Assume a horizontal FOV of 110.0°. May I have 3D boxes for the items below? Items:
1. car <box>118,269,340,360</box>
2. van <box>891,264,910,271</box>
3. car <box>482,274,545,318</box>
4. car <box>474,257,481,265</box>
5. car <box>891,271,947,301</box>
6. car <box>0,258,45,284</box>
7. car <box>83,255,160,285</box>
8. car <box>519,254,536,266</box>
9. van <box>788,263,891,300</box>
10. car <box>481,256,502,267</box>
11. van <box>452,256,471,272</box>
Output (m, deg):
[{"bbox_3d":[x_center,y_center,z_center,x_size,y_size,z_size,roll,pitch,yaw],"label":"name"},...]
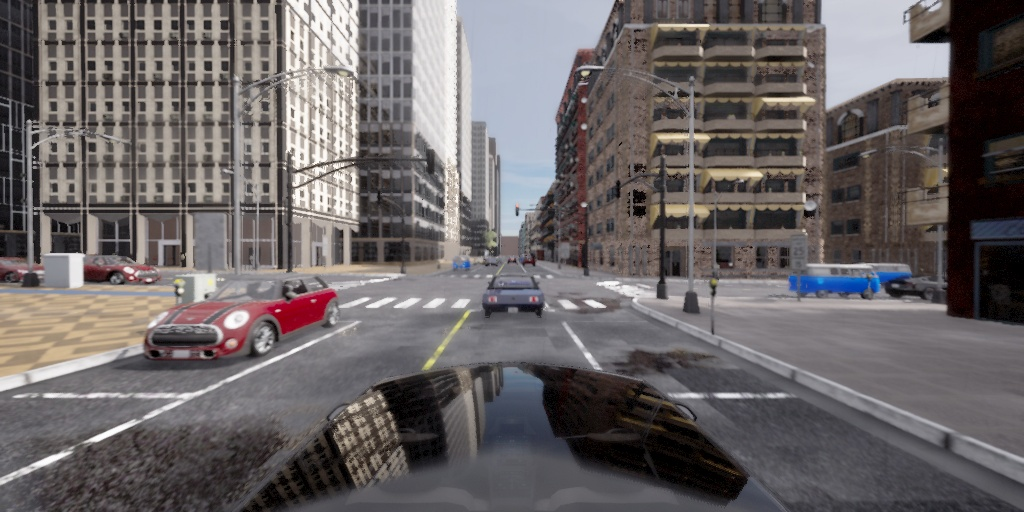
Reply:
[{"bbox_3d":[-5.688,1.147,8.161,1.967,1.591,4.097,0,0,0],"label":"car"},{"bbox_3d":[27.927,1.477,27.415,3.998,1.789,1.690,0,0,0],"label":"van"},{"bbox_3d":[0.061,1.279,12.651,1.895,1.301,4.718,0,0,1],"label":"car"},{"bbox_3d":[-5.674,0.880,62.668,1.751,1.417,4.829,0,0,0],"label":"car"},{"bbox_3d":[22.457,1.666,19.056,4.313,1.339,1.948,0,0,0],"label":"car"},{"bbox_3d":[-26.716,0.738,18.918,4.207,1.307,1.802,0,0,0],"label":"car"},{"bbox_3d":[-21.142,0.703,18.930,4.097,1.591,1.967,0,0,0],"label":"car"},{"bbox_3d":[2.705,0.704,57.286,2.192,1.841,5.009,0,0,0],"label":"car"},{"bbox_3d":[16.917,1.336,18.874,3.998,1.789,1.690,0,0,0],"label":"van"},{"bbox_3d":[-3.057,0.955,54.293,2.033,1.411,5.357,0,0,0],"label":"car"},{"bbox_3d":[-5.679,0.834,40.635,1.690,1.789,3.998,0,0,0],"label":"van"}]
